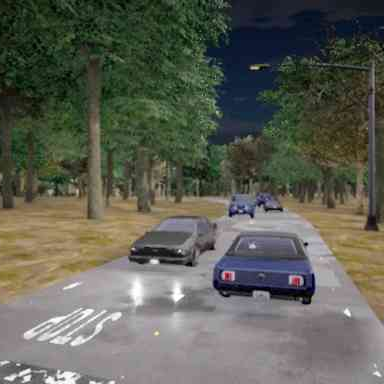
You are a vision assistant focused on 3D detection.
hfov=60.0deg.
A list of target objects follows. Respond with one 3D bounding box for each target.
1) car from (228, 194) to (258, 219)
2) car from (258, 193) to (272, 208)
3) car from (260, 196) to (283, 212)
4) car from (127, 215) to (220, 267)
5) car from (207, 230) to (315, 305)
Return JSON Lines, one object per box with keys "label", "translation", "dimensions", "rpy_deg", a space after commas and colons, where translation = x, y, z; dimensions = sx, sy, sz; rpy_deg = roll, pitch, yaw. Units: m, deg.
{"label": "car", "translation": [4.551, 1.209, 29.911], "dimensions": [2.150, 2.045, 5.566], "rpy_deg": [0, 0, 12]}
{"label": "car", "translation": [10.314, 1.127, 47.740], "dimensions": [2.150, 2.045, 5.566], "rpy_deg": [0, 0, 3]}
{"label": "car", "translation": [9.172, 1.523, 37.796], "dimensions": [1.994, 1.385, 4.181], "rpy_deg": [0, 0, 8]}
{"label": "car", "translation": [-0.307, 1.548, 11.773], "dimensions": [2.033, 1.411, 5.357], "rpy_deg": [0, 0, 16]}
{"label": "car", "translation": [1.895, 1.600, 8.216], "dimensions": [1.895, 1.301, 4.718], "rpy_deg": [0, 0, 16]}
